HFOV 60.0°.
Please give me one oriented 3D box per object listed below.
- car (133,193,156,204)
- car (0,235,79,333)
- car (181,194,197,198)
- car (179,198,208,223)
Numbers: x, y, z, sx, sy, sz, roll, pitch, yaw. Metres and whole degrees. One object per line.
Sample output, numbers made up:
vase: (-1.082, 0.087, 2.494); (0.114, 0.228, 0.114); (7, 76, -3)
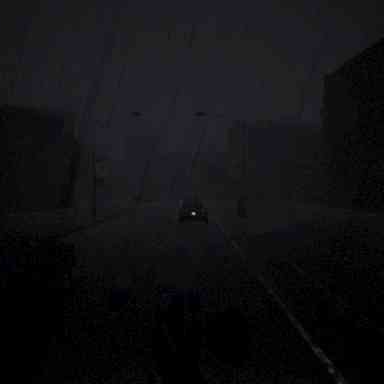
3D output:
car: (-7.297, 0.930, 50.657); (2.128, 1.511, 4.902); (-2, 1, -35)
car: (-3.600, 1.506, 5.668); (2.033, 1.411, 5.357); (0, 0, 0)
car: (-0.338, 1.004, 41.201); (1.882, 1.535, 5.008); (0, 1, -5)
car: (0.105, 1.356, 23.586); (1.994, 1.385, 4.181); (0, 1, 0)
